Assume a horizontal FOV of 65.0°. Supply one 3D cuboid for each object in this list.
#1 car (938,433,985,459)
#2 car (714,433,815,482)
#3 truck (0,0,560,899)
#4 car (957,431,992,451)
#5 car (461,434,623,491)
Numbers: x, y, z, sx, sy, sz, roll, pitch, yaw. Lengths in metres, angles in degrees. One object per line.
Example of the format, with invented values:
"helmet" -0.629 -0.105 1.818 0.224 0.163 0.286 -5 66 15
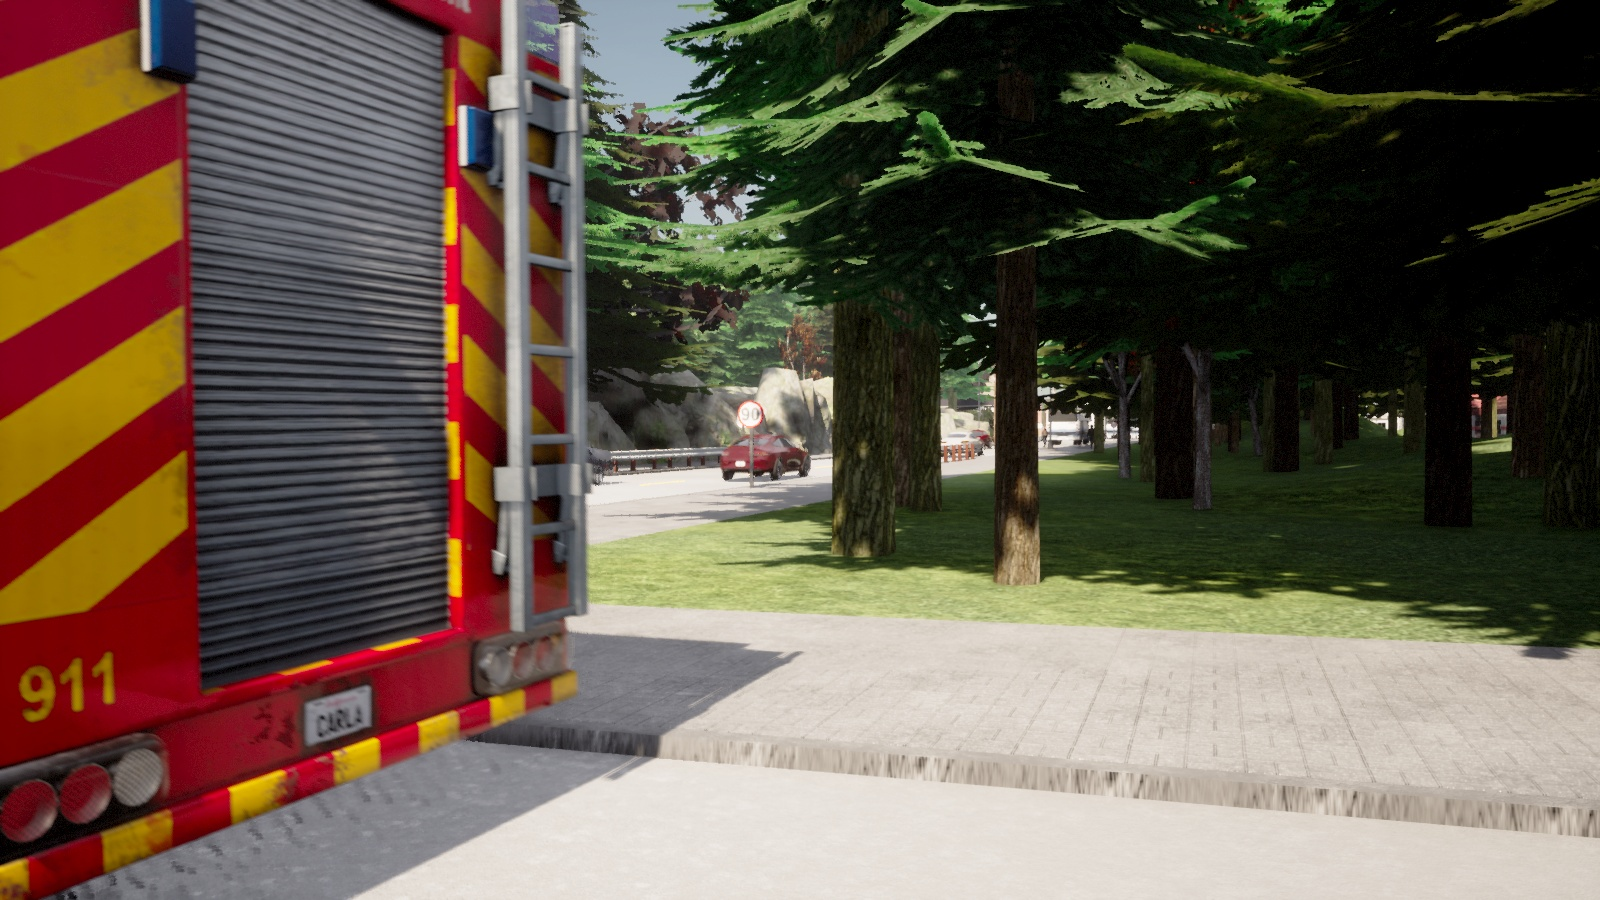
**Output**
"car" 9.334 -0.270 72.282 1.812 1.442 4.674 1 1 18
"car" -1.064 0.200 40.496 1.812 1.442 4.674 1 1 18
"truck" -5.537 -0.454 5.806 8.468 3.827 2.891 0 1 22
"car" 13.695 -0.718 98.286 1.882 1.535 5.008 1 1 18
"car" -7.050 0.286 35.023 2.033 1.411 5.357 1 1 18
